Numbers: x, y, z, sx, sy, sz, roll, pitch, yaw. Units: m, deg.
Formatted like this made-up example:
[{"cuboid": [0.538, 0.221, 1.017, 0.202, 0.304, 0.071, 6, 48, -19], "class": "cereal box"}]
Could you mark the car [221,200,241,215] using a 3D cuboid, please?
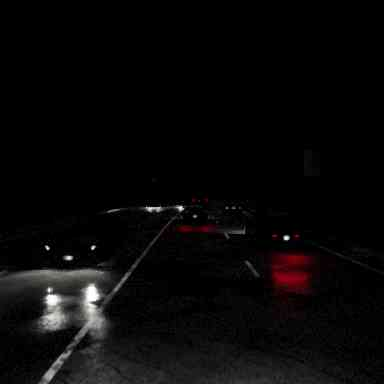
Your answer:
[{"cuboid": [4.013, 1.530, 33.464, 2.033, 1.411, 5.357, 0, 0, 3], "class": "car"}]

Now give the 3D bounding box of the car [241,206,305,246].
[{"cuboid": [3.626, 1.496, 15.142, 1.837, 1.490, 4.892, 0, 0, 0], "class": "car"}]

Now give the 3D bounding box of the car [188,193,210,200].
[{"cuboid": [1.142, 1.198, 42.990, 2.150, 2.045, 5.566, 0, 0, 5], "class": "car"}]

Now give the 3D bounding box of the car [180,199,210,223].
[{"cuboid": [0.263, 1.512, 25.412, 1.812, 1.442, 4.674, 0, 0, 1], "class": "car"}]

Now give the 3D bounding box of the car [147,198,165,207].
[{"cuboid": [-5.376, 1.533, 49.616, 1.994, 1.385, 4.181, 0, 0, 7], "class": "car"}]

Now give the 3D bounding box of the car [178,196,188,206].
[{"cuboid": [-1.039, 1.459, 55.492, 2.128, 1.511, 4.902, 0, 0, 9], "class": "car"}]

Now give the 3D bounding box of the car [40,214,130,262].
[{"cuboid": [-3.585, 1.540, 12.335, 2.033, 1.411, 5.357, 0, 0, 0], "class": "car"}]
